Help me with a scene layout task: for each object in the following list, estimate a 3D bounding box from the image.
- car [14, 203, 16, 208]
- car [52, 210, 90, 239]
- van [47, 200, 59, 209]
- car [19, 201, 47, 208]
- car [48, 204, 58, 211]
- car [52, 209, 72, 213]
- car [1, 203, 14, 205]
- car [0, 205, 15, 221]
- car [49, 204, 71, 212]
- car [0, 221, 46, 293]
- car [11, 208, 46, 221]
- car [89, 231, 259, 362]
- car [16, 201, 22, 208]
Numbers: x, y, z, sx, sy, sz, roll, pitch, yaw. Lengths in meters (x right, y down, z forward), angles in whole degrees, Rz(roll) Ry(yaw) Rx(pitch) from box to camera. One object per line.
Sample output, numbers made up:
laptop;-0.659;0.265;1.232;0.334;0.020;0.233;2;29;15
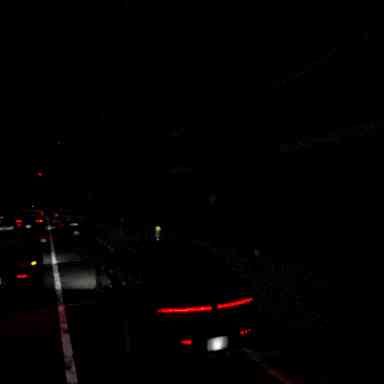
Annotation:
car;-34.540;2.899;62.128;1.887;1.381;4.507;1;-2;-24
car;-7.249;2.043;20.290;2.008;1.369;4.403;1;-2;-24
van;-24.904;2.746;60.192;1.690;1.788;3.998;1;-2;-24
car;-16.662;2.153;35.053;2.097;1.767;4.553;1;-2;-24
car;-29.504;3.224;70.573;1.802;1.307;4.206;1;-2;-24
car;-9.482;2.190;25.335;1.802;1.307;4.206;1;-2;-24
car;-32.241;2.786;56.934;2.008;1.369;4.403;1;-2;-24
car;-16.919;2.112;28.652;2.128;1.511;4.902;1;-2;-23
car;-11.714;2.164;30.385;1.967;1.590;4.097;1;-2;-24
car;-4.999;1.728;8.938;1.812;1.442;4.674;1;-2;-24
car;-11.307;2.055;23.201;1.812;1.442;4.674;1;-2;-24
car;-0.661;1.682;6.355;1.837;1.490;4.892;1;-2;-24
car;-41.368;3.228;77.558;1.752;1.417;4.829;1;-2;-24
